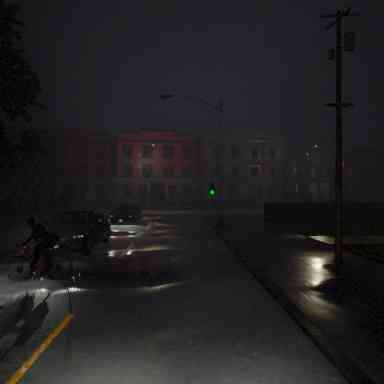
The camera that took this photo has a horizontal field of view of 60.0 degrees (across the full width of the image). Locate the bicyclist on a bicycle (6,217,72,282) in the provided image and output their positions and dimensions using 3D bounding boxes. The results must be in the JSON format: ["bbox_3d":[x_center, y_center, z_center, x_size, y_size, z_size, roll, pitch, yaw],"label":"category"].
[{"bbox_3d":[-3.846,1.454,8.348,1.656,1.620,0.582,-2,0,-2],"label":"bicyclist on a bicycle"}]

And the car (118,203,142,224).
[{"bbox_3d":[-4.885,1.547,25.060,2.033,1.411,5.357,0,0,-2],"label":"car"}]

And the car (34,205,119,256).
[{"bbox_3d":[-4.531,1.491,13.252,2.128,1.511,4.902,0,0,-2],"label":"car"}]
